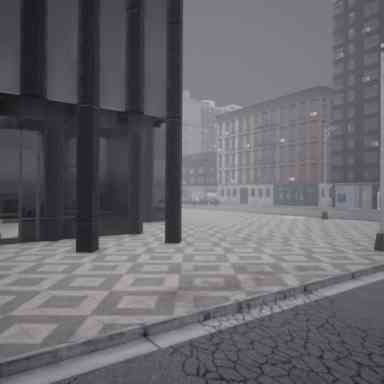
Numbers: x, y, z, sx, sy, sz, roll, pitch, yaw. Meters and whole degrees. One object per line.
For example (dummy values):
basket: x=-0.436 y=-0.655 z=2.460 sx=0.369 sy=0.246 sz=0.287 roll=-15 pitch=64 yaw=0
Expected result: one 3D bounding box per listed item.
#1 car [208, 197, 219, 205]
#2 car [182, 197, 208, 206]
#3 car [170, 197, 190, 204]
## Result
car: x=2.816 y=1.631 z=60.464 sx=1.837 sy=1.490 sz=4.892 roll=1 pitch=0 yaw=-35
car: x=0.258 y=1.626 z=58.506 sx=1.812 sy=1.442 sz=4.674 roll=1 pitch=0 yaw=-35
car: x=-2.490 y=1.704 z=67.928 sx=1.994 sy=1.385 sz=4.181 roll=1 pitch=0 yaw=-35
